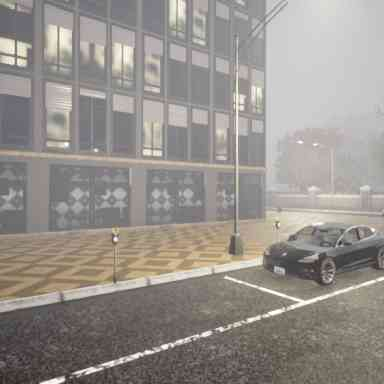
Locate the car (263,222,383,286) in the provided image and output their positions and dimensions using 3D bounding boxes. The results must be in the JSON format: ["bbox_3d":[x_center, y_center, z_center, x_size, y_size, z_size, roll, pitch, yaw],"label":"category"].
[{"bbox_3d":[3.930,1.562,9.447,4.313,1.339,1.947,0,0,-35],"label":"car"}]
